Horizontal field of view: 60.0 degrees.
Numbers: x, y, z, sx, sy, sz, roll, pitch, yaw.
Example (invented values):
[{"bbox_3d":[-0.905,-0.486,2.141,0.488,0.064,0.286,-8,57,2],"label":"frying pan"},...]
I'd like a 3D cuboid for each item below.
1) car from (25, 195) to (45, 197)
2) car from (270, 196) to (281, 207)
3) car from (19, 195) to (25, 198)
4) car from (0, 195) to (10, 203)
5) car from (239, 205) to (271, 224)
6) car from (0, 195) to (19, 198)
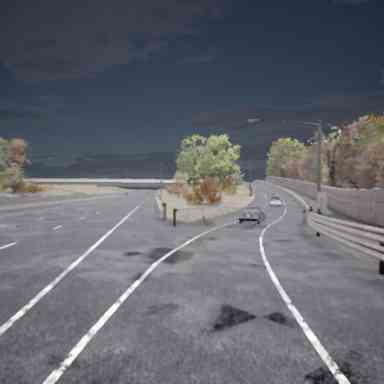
[{"bbox_3d":[-28.800,1.315,62.504,2.128,1.511,4.902,0,0,-6],"label":"car"},{"bbox_3d":[15.418,2.003,61.507,1.895,1.301,4.718,1,2,14],"label":"car"},{"bbox_3d":[-32.271,1.257,62.055,1.882,1.535,5.008,0,0,-6],"label":"car"},{"bbox_3d":[-35.689,1.283,61.120,2.128,1.511,4.902,0,0,-6],"label":"car"},{"bbox_3d":[5.618,2.145,30.498,2.033,1.411,5.357,1,-1,20],"label":"car"},{"bbox_3d":[-27.212,1.371,47.963,1.994,1.385,4.181,0,0,-6],"label":"car"}]
